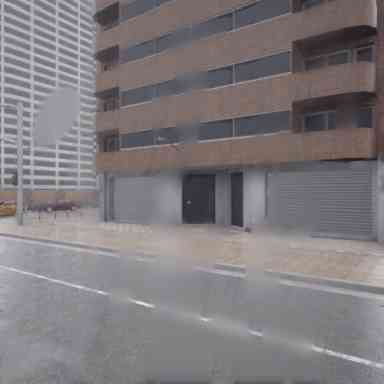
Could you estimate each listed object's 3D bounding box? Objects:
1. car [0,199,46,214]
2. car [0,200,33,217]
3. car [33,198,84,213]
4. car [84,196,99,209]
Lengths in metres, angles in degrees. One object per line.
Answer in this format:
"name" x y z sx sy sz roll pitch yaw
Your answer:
"car" -19.507 1.547 37.395 2.033 1.411 5.357 0 0 35
"car" -16.816 1.477 28.636 1.882 1.535 5.008 0 0 35
"car" -15.137 1.477 37.555 1.882 1.535 5.008 0 0 35
"car" -13.813 1.564 45.595 1.994 1.385 4.181 0 0 35
